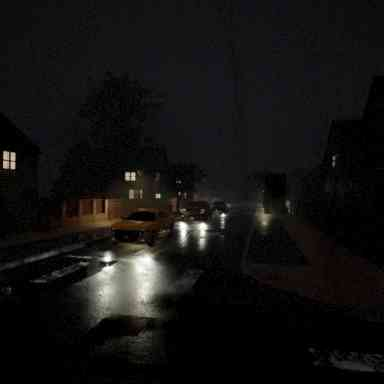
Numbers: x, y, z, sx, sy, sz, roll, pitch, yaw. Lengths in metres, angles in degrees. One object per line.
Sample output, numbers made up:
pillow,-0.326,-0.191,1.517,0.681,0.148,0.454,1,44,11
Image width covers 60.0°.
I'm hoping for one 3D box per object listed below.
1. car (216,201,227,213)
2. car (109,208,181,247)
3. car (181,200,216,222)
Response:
car,3.493,1.887,42.980,1.812,1.442,4.674,1,0,12
car,-2.168,1.532,15.694,1.882,1.535,5.008,1,0,11
car,0.459,1.529,28.448,2.097,1.767,4.553,1,0,12
